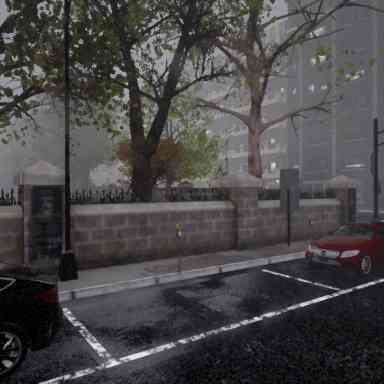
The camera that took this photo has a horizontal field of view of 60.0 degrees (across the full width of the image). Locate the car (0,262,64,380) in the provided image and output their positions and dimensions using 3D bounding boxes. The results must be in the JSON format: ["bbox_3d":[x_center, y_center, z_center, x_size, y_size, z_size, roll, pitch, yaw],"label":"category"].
[{"bbox_3d":[-3.791,1.566,3.886,4.313,1.339,1.947,0,0,-35],"label":"car"}]

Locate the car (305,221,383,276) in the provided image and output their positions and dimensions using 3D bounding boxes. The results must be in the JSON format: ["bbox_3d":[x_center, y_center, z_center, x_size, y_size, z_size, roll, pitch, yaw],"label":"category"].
[{"bbox_3d":[5.279,1.581,10.232,4.206,1.307,1.802,0,0,-35],"label":"car"}]
